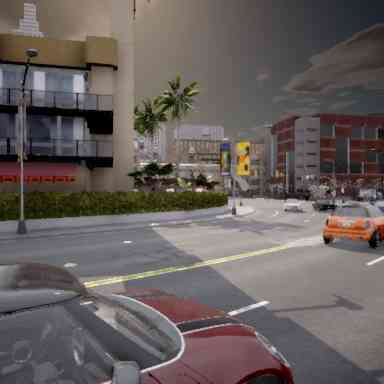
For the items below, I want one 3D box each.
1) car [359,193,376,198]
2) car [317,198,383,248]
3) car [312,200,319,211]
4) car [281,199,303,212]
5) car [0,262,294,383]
[{"bbox_3d":[36.605,1.224,70.992,2.185,1.767,4.553,0,0,-14],"label":"car"},{"bbox_3d":[7.723,1.344,15.143,2.097,1.767,4.553,0,0,42],"label":"car"},{"bbox_3d":[14.928,1.582,37.544,1.895,1.301,4.718,0,0,10],"label":"car"},{"bbox_3d":[11.410,1.506,37.875,1.812,1.442,4.674,0,0,11],"label":"car"},{"bbox_3d":[-1.295,1.349,2.377,4.553,1.767,2.097,0,0,-36],"label":"car"}]
